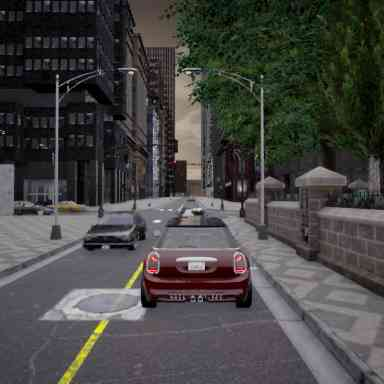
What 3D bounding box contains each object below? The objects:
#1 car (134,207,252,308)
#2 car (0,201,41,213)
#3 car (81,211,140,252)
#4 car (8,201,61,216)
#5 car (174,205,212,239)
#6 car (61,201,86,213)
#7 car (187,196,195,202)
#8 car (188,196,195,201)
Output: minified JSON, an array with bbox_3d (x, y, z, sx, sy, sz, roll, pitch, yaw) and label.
[{"bbox_3d":[0.078,1.358,8.100,2.097,1.767,4.553,0,0,0],"label":"car"},{"bbox_3d":[-20.209,1.713,38.688,4.403,1.369,2.008,0,-1,0],"label":"car"},{"bbox_3d":[-3.033,1.560,14.318,2.033,1.411,5.357,0,0,0],"label":"car"},{"bbox_3d":[-14.713,1.521,30.148,4.403,1.369,2.008,0,-1,0],"label":"car"},{"bbox_3d":[0.052,1.544,18.226,1.812,1.442,4.674,0,0,0],"label":"car"},{"bbox_3d":[-14.866,1.681,38.673,4.829,1.417,1.752,0,-1,0],"label":"car"},{"bbox_3d":[-0.200,1.741,79.718,2.033,1.411,5.357,0,0,0],"label":"car"},{"bbox_3d":[-0.226,1.722,90.138,1.812,1.442,4.674,0,0,0],"label":"car"}]
